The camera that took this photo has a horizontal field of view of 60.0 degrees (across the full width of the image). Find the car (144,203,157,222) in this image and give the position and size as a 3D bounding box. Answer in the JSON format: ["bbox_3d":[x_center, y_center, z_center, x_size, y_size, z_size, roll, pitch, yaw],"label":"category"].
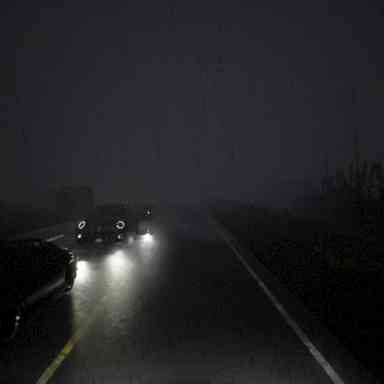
[{"bbox_3d":[-3.832,1.564,25.910,1.895,1.301,4.718,0,0,0],"label":"car"}]

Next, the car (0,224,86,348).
[{"bbox_3d":[-3.648,1.561,6.107,1.994,1.385,4.181,0,0,-1],"label":"car"}]

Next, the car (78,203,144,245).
[{"bbox_3d":[-3.736,1.333,15.452,2.097,1.767,4.553,0,0,-1],"label":"car"}]
